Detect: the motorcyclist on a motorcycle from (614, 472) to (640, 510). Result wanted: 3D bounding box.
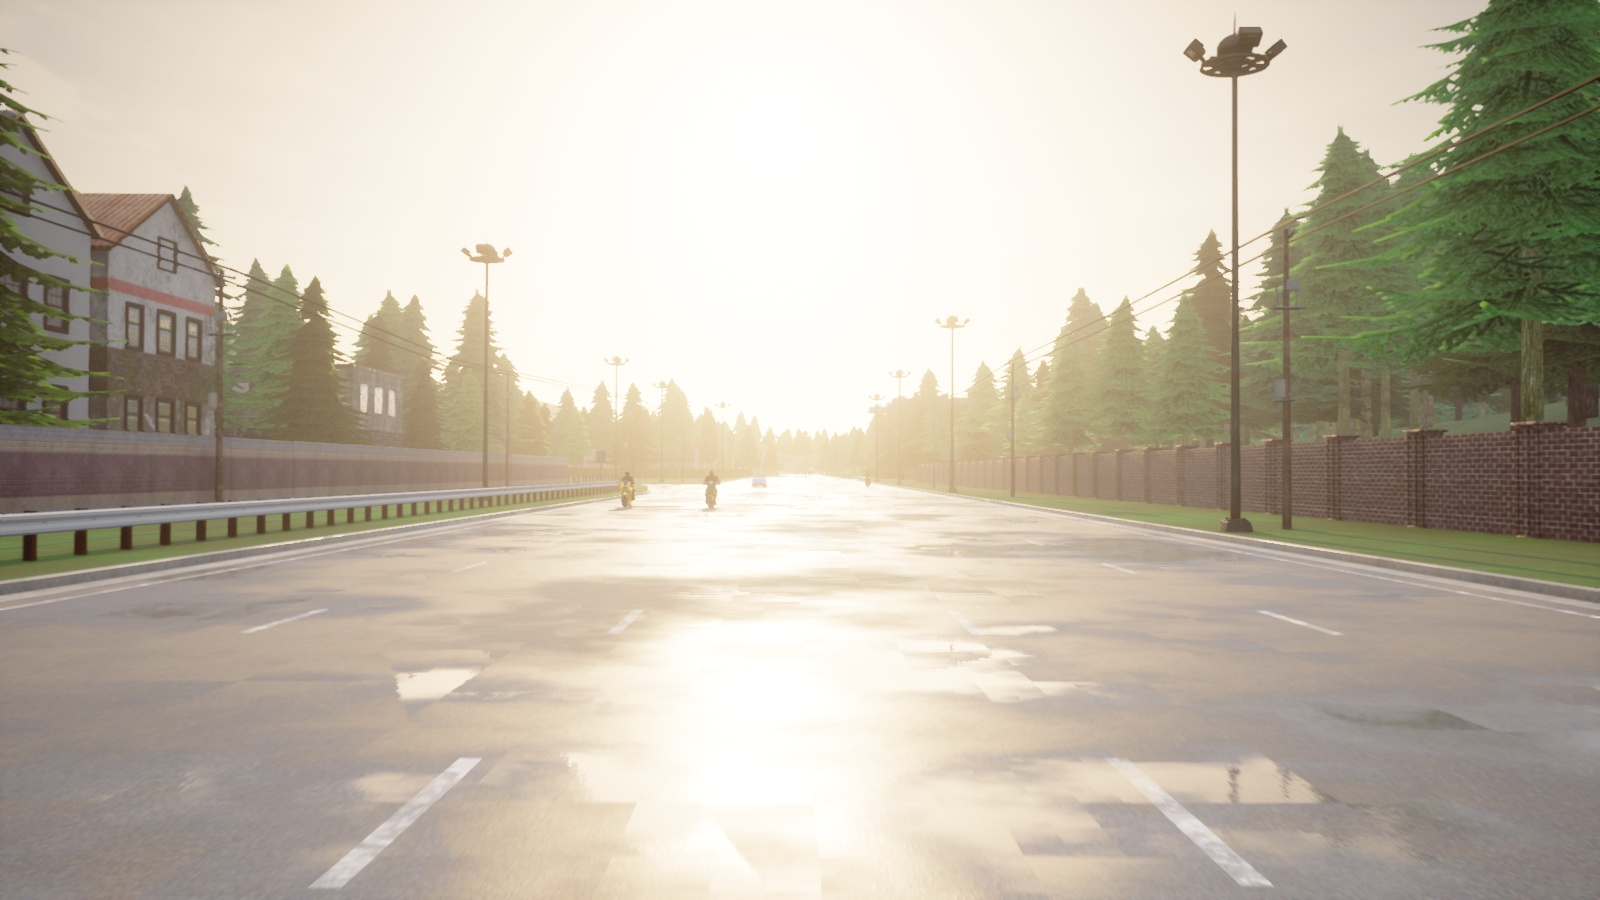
[{"bbox_3d":[-7.124,1.692,51.775,0.797,1.523,2.044,0,-1,0],"label":"motorcyclist on a motorcycle"}]

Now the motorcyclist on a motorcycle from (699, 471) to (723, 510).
[{"bbox_3d":[-3.624,1.643,51.409,0.866,1.590,1.817,0,-1,0],"label":"motorcyclist on a motorcycle"}]
